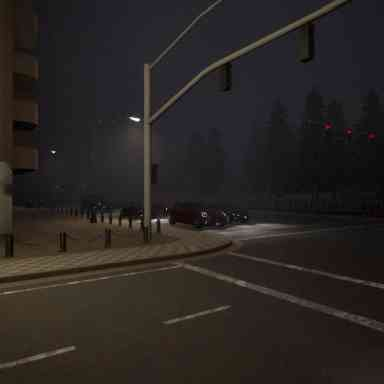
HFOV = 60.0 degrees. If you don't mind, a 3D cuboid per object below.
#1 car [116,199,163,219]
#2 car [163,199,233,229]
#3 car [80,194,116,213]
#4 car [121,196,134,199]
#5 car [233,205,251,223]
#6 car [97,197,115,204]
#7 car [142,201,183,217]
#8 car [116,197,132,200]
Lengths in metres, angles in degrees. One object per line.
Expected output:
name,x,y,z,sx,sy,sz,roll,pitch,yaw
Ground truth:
car,-4.746,1.619,29.521,1.994,1.385,4.181,0,0,-36
car,0.303,1.407,22.507,2.097,1.767,4.553,0,0,-36
car,-11.193,1.279,38.480,2.150,2.045,5.566,0,0,-36
car,-11.472,1.407,57.172,2.097,1.767,4.553,0,0,-36
car,2.380,1.560,25.610,1.837,1.490,4.892,0,0,-36
car,-16.733,1.656,64.449,1.895,1.301,4.718,0,0,-36
car,-3.028,1.656,33.125,1.895,1.301,4.718,0,0,-36
car,-9.934,1.656,42.728,1.895,1.301,4.718,0,0,-36
